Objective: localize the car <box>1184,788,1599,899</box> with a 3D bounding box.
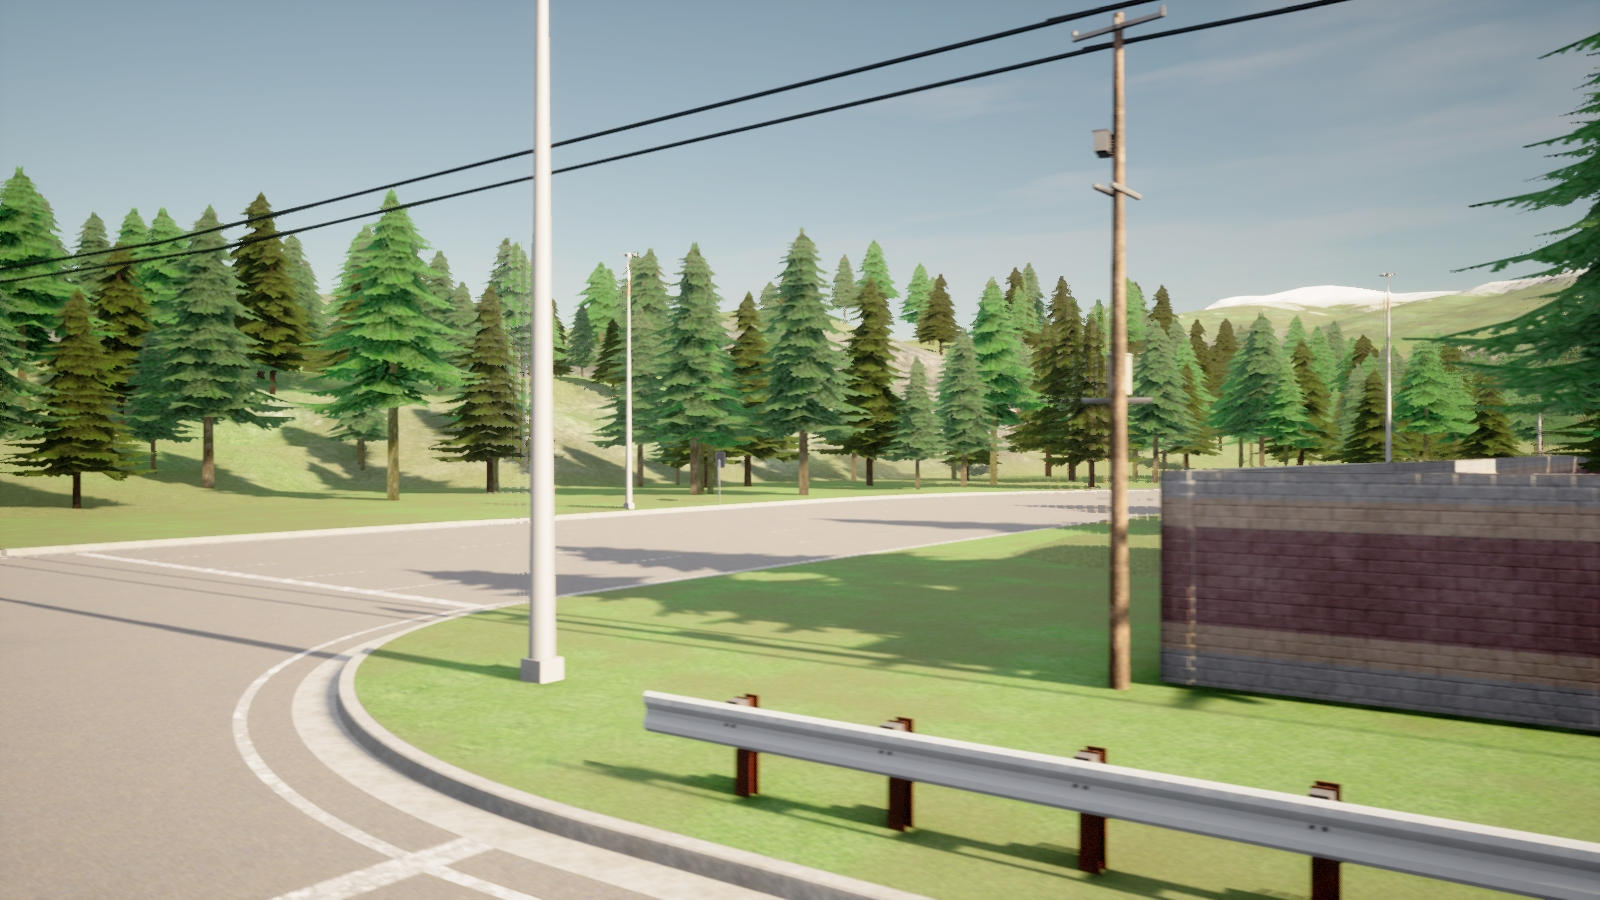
[{"bbox_3d":[3.204,1.982,1.542,5.238,1.638,2.097,0,0,35],"label":"car"}]
